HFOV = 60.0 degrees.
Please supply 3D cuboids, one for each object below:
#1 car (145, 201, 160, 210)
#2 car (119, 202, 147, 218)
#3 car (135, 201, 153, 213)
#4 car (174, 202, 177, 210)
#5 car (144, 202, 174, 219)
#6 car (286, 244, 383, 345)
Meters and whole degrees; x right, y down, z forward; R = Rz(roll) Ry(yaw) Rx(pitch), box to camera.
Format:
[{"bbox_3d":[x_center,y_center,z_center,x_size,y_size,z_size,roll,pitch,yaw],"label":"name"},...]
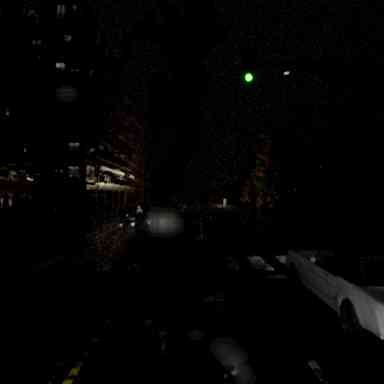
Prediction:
[{"bbox_3d":[-6.613,2.304,55.580,1.994,1.385,4.181,0,-1,0],"label":"car"},{"bbox_3d":[-6.625,2.030,36.576,2.033,1.411,5.357,0,-1,0],"label":"car"},{"bbox_3d":[-6.624,2.093,46.377,1.882,1.535,5.008,0,-1,0],"label":"car"},{"bbox_3d":[-3.373,2.066,44.417,1.882,1.535,5.008,0,-1,0],"label":"car"},{"bbox_3d":[-3.372,2.008,34.905,2.033,1.411,5.357,0,-1,0],"label":"car"},{"bbox_3d":[3.345,1.688,6.560,1.895,1.301,4.718,0,-1,0],"label":"car"}]
